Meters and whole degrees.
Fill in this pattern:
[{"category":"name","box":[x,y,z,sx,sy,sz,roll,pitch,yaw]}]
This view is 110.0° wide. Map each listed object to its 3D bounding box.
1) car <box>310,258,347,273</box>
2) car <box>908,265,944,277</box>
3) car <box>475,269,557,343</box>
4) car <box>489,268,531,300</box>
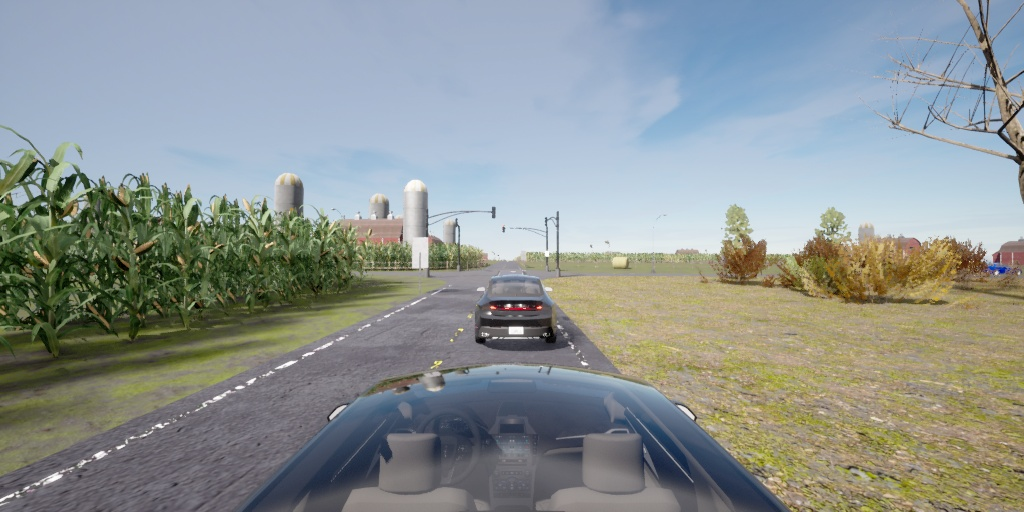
[{"category":"car","box":[-19.832,0.930,37.646,4.553,1.767,2.097,0,-1,-3]},{"category":"car","box":[48.555,1.768,42.531,4.181,1.385,1.994,1,-1,-5]},{"category":"car","box":[0.079,1.259,9.662,1.837,1.490,4.892,0,0,0]},{"category":"car","box":[0.031,1.360,18.813,1.895,1.301,4.718,0,0,4]}]
